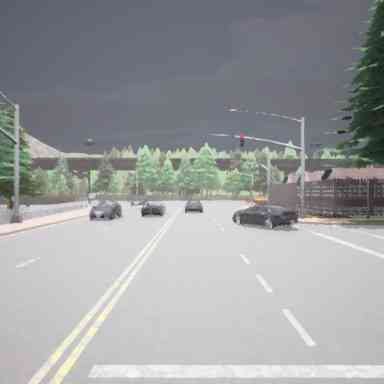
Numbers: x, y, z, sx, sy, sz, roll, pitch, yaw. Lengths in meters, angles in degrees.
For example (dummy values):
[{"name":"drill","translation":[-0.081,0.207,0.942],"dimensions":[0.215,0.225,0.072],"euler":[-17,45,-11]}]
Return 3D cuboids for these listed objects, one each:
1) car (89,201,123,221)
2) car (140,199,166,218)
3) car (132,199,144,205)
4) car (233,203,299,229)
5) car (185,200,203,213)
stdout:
[{"name":"car","translation":[-7.012,1.486,27.430],"dimensions":[2.128,1.511,4.902],"euler":[0,0,0]},{"name":"car","translation":[-3.499,1.595,30.621],"dimensions":[1.895,1.301,4.718],"euler":[0,0,0]},{"name":"car","translation":[-6.871,1.234,43.763],"dimensions":[2.128,1.511,4.902],"euler":[0,0,0]},{"name":"car","translation":[4.658,1.503,21.690],"dimensions":[1.837,1.490,4.892],"euler":[-4,2,-32]},{"name":"car","translation":[0.209,1.557,36.970],"dimensions":[1.994,1.385,4.181],"euler":[0,0,0]}]
